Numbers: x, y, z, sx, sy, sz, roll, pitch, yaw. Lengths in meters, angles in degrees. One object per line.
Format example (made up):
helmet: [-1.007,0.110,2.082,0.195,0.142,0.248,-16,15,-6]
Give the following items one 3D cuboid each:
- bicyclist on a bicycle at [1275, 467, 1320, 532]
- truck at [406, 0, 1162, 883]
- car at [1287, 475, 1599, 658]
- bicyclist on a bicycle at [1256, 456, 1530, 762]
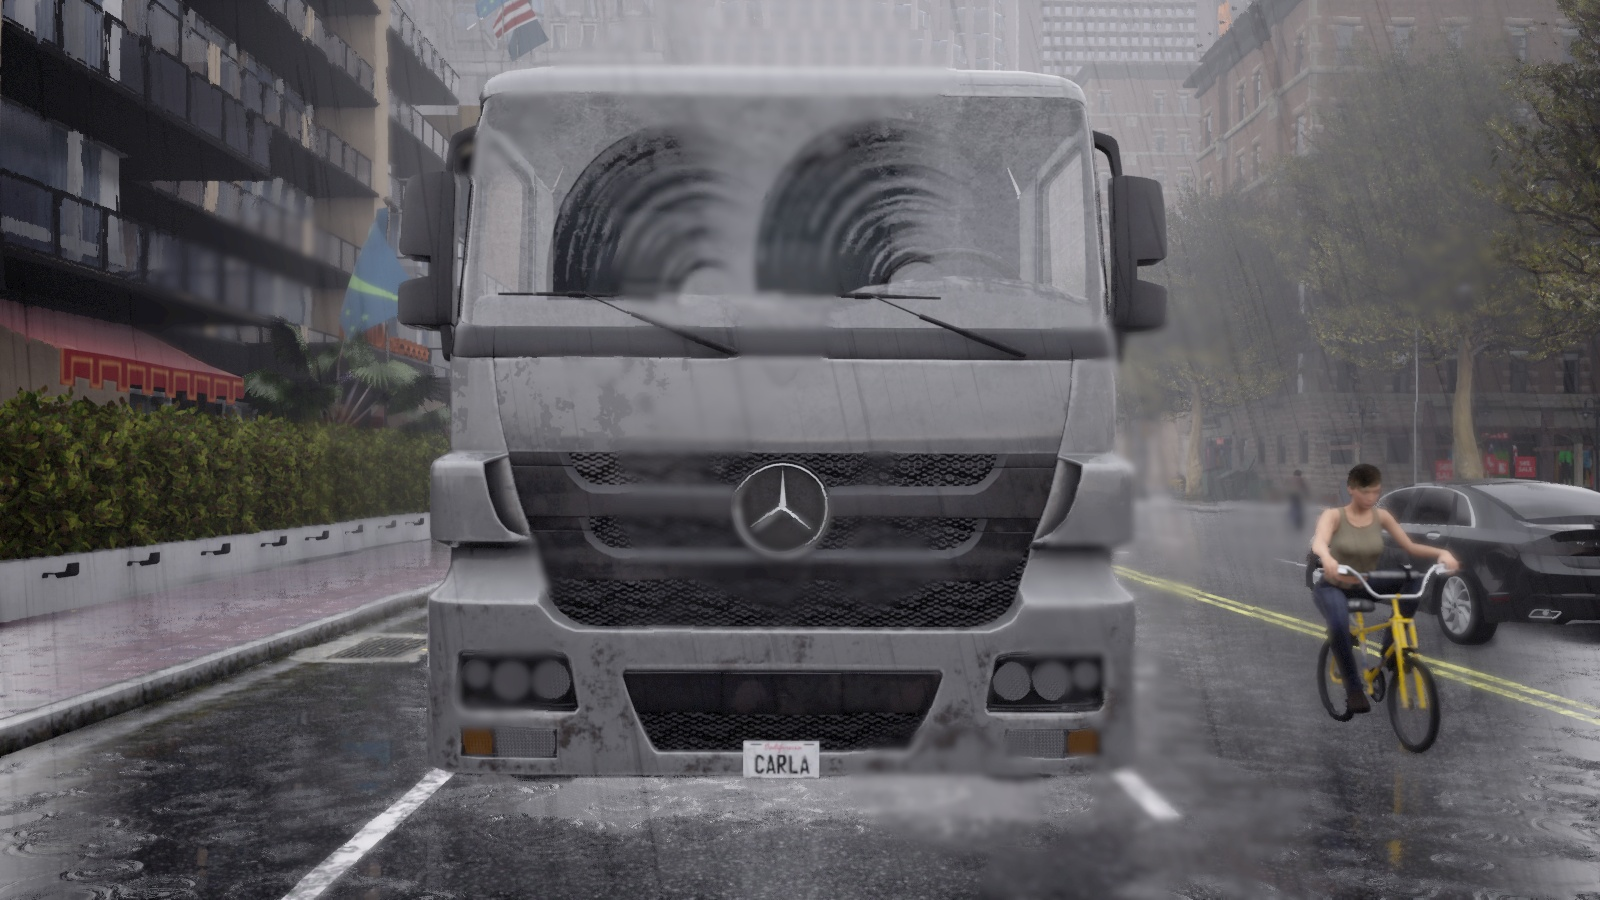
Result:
bicyclist on a bicycle: [12.898,1.261,32.515,0.582,1.620,1.656,1,0,39]
truck: [-0.100,-0.020,8.798,2.891,3.462,7.936,0,-1,-1]
car: [6.867,1.007,12.815,1.837,1.490,4.892,0,-1,-1]
bicyclist on a bicycle: [3.420,0.861,7.420,0.866,1.612,1.509,0,-2,0]
